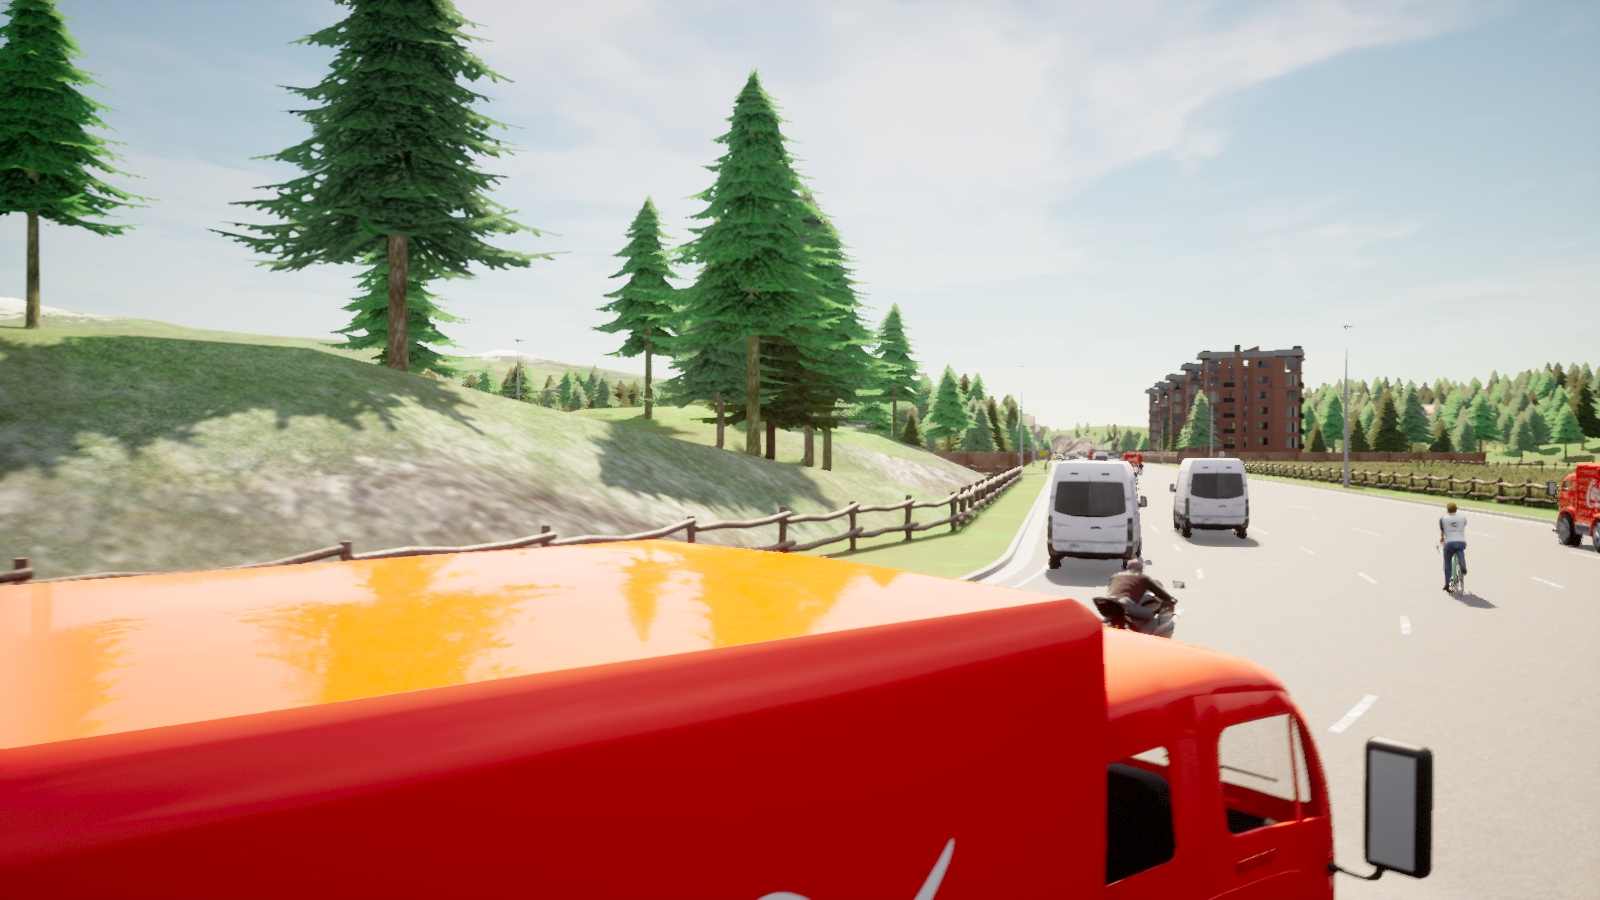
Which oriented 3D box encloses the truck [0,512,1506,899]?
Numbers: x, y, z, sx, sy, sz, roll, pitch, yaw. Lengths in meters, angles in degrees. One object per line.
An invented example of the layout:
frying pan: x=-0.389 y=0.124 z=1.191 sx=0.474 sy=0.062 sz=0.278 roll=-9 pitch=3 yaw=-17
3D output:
truck: x=-0.501 y=1.572 z=3.199 sx=5.204 sy=2.467 sz=2.627 roll=0 pitch=1 yaw=-39

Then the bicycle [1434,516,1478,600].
bicycle: x=12.790 y=2.073 z=22.293 sx=0.373 sy=1.496 sz=1.643 roll=-3 pitch=-2 yaw=20

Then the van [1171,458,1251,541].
van: x=13.849 y=1.559 z=38.791 sx=1.988 sy=2.561 sz=5.915 roll=0 pitch=0 yaw=14

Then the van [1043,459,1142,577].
van: x=7.466 y=1.552 z=28.737 sx=1.988 sy=2.561 sz=5.915 roll=1 pitch=0 yaw=18

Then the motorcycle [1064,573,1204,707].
motorcycle: x=4.050 y=2.214 z=13.729 sx=0.867 sy=1.251 sz=2.209 roll=-2 pitch=-1 yaw=36

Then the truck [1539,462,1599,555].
truck: x=23.180 y=1.594 z=31.929 sx=2.627 sy=2.467 sz=5.204 roll=0 pitch=0 yaw=13
